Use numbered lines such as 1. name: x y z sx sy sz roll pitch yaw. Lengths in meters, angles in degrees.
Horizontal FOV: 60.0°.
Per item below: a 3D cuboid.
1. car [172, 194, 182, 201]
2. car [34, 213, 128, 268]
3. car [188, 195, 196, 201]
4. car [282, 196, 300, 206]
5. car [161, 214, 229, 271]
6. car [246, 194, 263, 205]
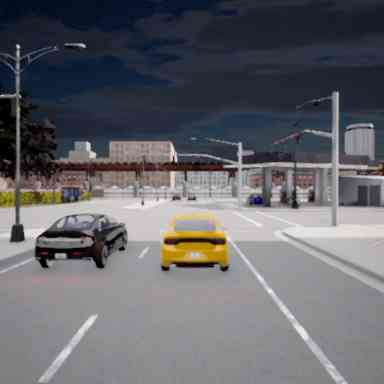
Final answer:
1. car: -3.495 1.316 75.863 1.837 1.490 4.892 0 0 0
2. car: -3.417 1.461 11.105 2.128 1.511 4.902 0 0 0
3. car: 0.005 1.373 75.863 1.994 1.385 4.181 0 0 0
4. car: 15.459 1.367 51.949 1.970 1.475 3.806 0 0 0
5. car: 0.083 1.455 10.895 1.882 1.535 5.008 0 0 0
6. car: 9.714 1.199 51.187 2.242 1.667 4.611 0 0 0
